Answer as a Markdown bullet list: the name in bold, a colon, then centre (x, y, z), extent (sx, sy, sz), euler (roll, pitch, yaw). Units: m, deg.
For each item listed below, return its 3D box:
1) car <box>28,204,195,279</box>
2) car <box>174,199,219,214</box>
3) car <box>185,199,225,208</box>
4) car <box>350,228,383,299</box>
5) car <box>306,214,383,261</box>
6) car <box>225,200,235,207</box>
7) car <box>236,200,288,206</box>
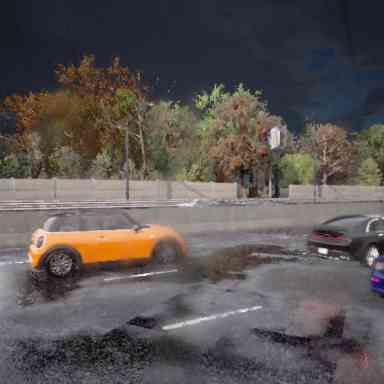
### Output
- **car**: centre (-2.489, 1.352, 10.243), extent (4.553, 1.767, 2.097), euler (0, 0, -30)
- **car**: centre (0.483, 1.526, 36.498), extent (4.674, 1.442, 1.812), euler (0, 0, -30)
- **car**: centre (2.144, 1.492, 33.397), extent (4.902, 1.511, 2.128), euler (0, 0, -30)
- **car**: centre (5.599, 1.525, 6.844), extent (4.674, 1.442, 1.812), euler (0, 0, -30)
- **car**: centre (5.981, 1.504, 11.111), extent (4.892, 1.490, 1.837), euler (0, 0, -30)
- **car**: centre (6.038, 1.492, 31.611), extent (4.902, 1.511, 2.128), euler (0, 0, -30)
- **car**: centre (6.693, 1.547, 27.942), extent (5.357, 1.411, 2.033), euler (0, 0, -30)
